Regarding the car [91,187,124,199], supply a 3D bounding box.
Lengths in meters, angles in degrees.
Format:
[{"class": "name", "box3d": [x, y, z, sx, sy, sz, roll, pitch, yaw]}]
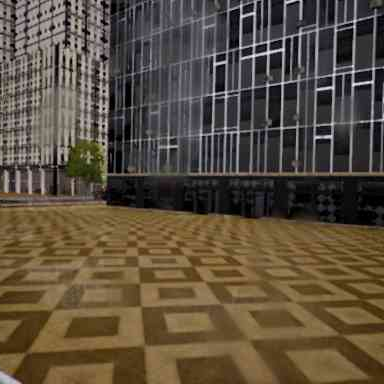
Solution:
[{"class": "car", "box3d": [-13.484, 0.151, 53.385, 2.192, 1.841, 5.009, 2, 1, 35]}]

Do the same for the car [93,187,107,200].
[{"class": "car", "box3d": [-12.248, 0.397, 50.578, 2.128, 1.511, 4.902, 2, 1, 35]}]
